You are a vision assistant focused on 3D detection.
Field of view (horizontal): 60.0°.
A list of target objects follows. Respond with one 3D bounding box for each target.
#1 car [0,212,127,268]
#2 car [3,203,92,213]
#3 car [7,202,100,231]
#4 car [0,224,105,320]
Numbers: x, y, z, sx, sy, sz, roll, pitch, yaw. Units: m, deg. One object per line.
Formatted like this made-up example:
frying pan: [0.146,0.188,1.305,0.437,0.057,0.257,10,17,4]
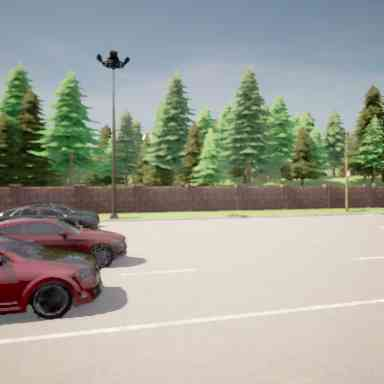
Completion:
car: [-4.314,1.476,9.893,4.674,1.442,1.812,0,0,-15]
car: [-7.144,1.422,16.373,4.892,1.490,1.837,0,0,-15]
car: [-8.034,1.403,19.759,4.892,1.490,1.837,0,0,-15]
car: [-3.884,1.536,6.374,4.181,1.385,1.994,0,0,-15]
